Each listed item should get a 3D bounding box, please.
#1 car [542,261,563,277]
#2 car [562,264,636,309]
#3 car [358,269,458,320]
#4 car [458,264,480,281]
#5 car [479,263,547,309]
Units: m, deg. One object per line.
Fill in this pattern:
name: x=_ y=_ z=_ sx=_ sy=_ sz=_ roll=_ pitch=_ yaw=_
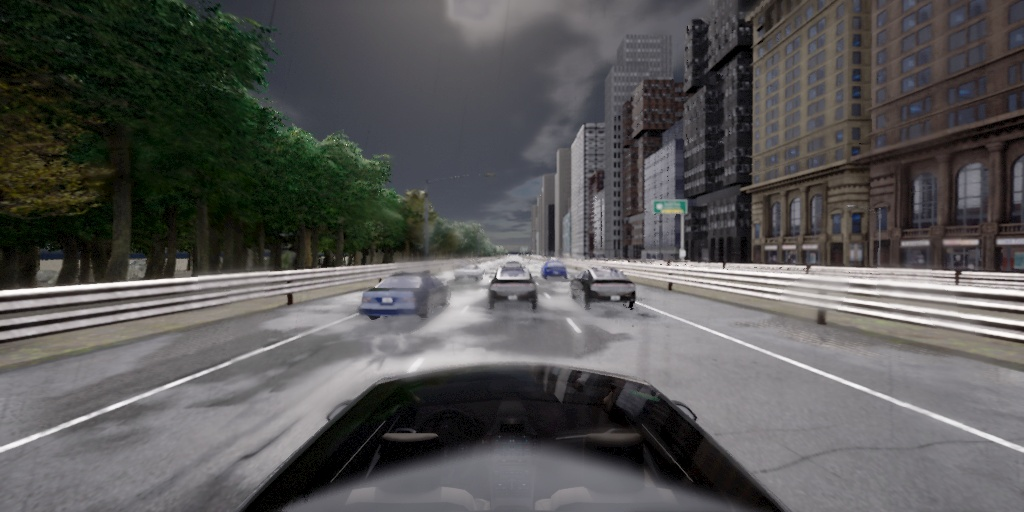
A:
car: x=3.589 y=1.186 z=31.002 sx=1.882 sy=1.535 sz=5.008 roll=0 pitch=0 yaw=0
car: x=3.562 y=1.219 z=14.693 sx=2.128 sy=1.511 sz=4.902 roll=0 pitch=0 yaw=1
car: x=-3.462 y=1.278 z=12.540 sx=2.033 sy=1.411 sz=5.357 roll=0 pitch=0 yaw=1
car: x=-3.428 y=1.311 z=29.112 sx=1.895 sy=1.301 sz=4.718 roll=0 pitch=0 yaw=1
car: x=0.062 y=1.218 z=14.707 sx=2.128 sy=1.511 sz=4.902 roll=0 pitch=0 yaw=1
